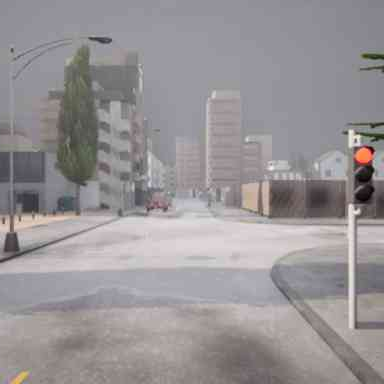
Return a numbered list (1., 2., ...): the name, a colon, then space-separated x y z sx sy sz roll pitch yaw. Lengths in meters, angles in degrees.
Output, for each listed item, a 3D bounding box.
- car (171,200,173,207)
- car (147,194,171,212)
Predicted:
1. car: -3.976 1.514 49.877 1.837 1.490 4.892 0 0 0
2. car: -4.008 1.229 39.441 2.150 2.045 5.566 0 0 0
